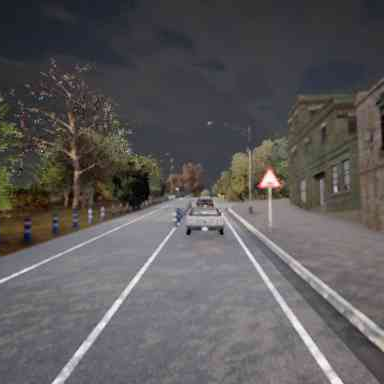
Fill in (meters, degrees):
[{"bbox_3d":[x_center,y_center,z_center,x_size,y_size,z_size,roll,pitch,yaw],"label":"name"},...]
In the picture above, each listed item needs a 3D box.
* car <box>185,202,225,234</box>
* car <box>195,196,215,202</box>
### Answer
[{"bbox_3d":[0.699,1.441,17.972,1.895,1.301,4.718,0,1,2],"label":"car"},{"bbox_3d":[1.405,1.155,36.583,1.837,1.490,4.892,0,1,2],"label":"car"}]
